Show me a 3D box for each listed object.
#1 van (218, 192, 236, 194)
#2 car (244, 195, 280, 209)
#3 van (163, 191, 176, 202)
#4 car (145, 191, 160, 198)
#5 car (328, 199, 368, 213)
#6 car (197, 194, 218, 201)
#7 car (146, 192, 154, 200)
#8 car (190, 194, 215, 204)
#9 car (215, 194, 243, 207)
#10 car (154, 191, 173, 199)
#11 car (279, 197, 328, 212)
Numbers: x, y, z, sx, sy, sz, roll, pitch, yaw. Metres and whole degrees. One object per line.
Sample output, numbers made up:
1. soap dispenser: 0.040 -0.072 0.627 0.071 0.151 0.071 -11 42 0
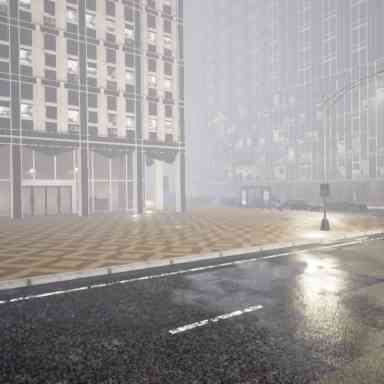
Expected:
1. van: 6.176 0.853 59.725 1.690 1.788 3.998 -1 1 -34
2. car: 8.833 1.386 40.870 1.802 1.307 4.206 -1 1 -34
3. van: -3.949 0.936 59.666 1.690 1.788 3.998 0 1 -34
4. car: -9.918 0.684 83.148 1.967 1.590 4.097 0 1 -34
5. car: 16.129 1.406 35.007 1.994 1.385 4.181 -1 1 -35
6. car: 2.958 1.041 64.413 1.802 1.307 4.206 -1 1 -34
7. car: -10.387 1.038 69.036 2.008 1.369 4.403 0 1 -34
8. car: 1.732 1.211 56.006 1.895 1.301 4.718 -1 1 -34
9. car: 5.662 1.318 45.587 1.947 1.339 4.313 -1 1 -34
10. car: -6.699 0.613 78.462 2.192 1.841 5.009 0 1 -34
11. car: 12.038 1.422 36.174 1.947 1.339 4.313 -1 1 -34
